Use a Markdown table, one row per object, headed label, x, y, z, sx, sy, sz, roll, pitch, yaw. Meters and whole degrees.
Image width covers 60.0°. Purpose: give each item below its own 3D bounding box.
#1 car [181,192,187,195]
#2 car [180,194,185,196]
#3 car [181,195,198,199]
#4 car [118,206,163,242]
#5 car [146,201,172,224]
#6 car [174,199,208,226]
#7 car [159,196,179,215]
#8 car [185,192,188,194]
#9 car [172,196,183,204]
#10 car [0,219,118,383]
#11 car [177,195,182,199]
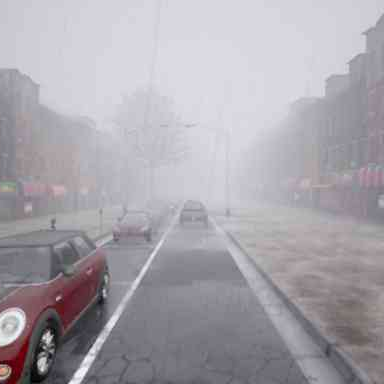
| label | x | y | z | sx | sy | sz | roll | pitch | yaw |
| --- | --- | --- | --- | --- | --- | --- | --- | --- | --- |
| car | -2.611 | 1.354 | 71.579 | 1.887 | 1.381 | 4.507 | -1 | 0 | 0 |
| car | -2.619 | 1.446 | 54.976 | 1.887 | 1.381 | 4.507 | -1 | 0 | 0 |
| car | 0.120 | 1.450 | 41.390 | 2.128 | 1.511 | 4.902 | 0 | 0 | 0 |
| car | -2.641 | 1.567 | 16.232 | 1.802 | 1.307 | 4.206 | -1 | 0 | 0 |
| car | -2.639 | 1.537 | 21.765 | 2.008 | 1.369 | 4.403 | -1 | 0 | 0 |
| car | 0.109 | 1.478 | 23.233 | 2.128 | 1.511 | 4.902 | 0 | 0 | 0 |
| car | -2.634 | 1.418 | 32.835 | 1.967 | 1.590 | 4.097 | -1 | 0 | 0 |
| car | -2.607 | 1.336 | 77.116 | 1.947 | 1.339 | 4.313 | 0 | 0 | 0 |
| car | -2.616 | 1.453 | 60.512 | 1.802 | 1.307 | 4.206 | -1 | 0 | 0 |
| car | -2.646 | 1.429 | 5.169 | 1.967 | 1.590 | 4.097 | -1 | 0 | 0 |
| car | -2.626 | 1.500 | 43.906 | 2.008 | 1.369 | 4.403 | -1 | 0 | 0 |
